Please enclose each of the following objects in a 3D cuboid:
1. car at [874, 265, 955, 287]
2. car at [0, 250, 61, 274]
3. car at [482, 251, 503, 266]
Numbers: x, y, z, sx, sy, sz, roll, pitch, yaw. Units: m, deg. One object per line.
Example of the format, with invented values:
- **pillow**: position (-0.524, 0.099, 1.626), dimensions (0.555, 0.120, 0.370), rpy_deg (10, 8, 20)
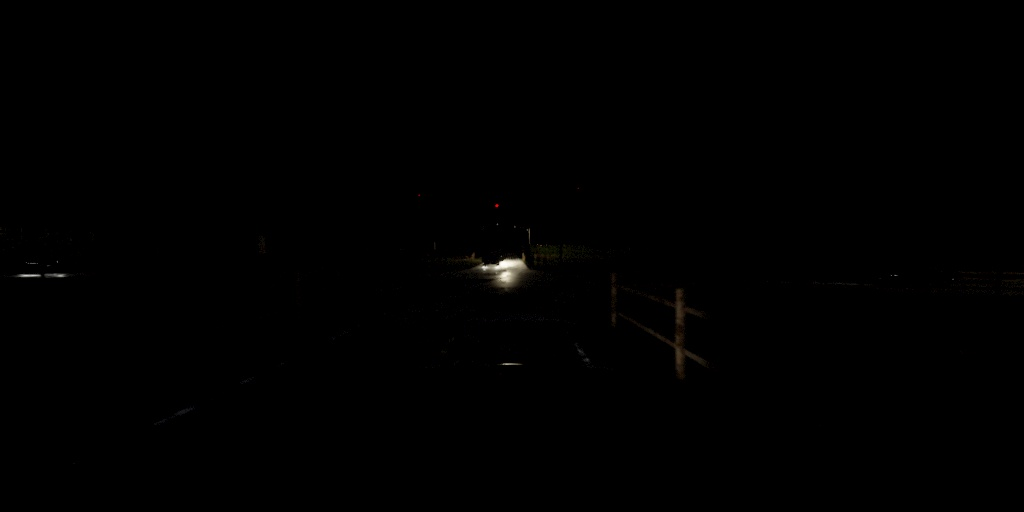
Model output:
- **car**: position (30.585, 1.476, 27.333), dimensions (4.902, 1.511, 2.128), rpy_deg (1, 1, 0)
- **car**: position (-33.000, 0.339, 23.664), dimensions (4.892, 1.490, 1.837), rpy_deg (1, 1, 0)
- **car**: position (-2.725, 0.384, 48.032), dimensions (2.150, 2.045, 5.566), rpy_deg (0, 3, 0)
